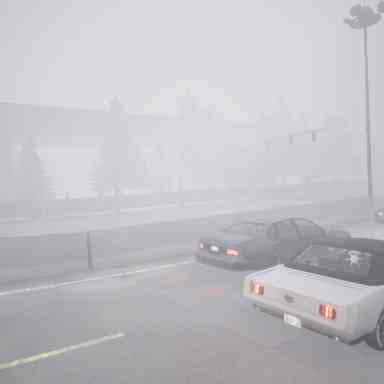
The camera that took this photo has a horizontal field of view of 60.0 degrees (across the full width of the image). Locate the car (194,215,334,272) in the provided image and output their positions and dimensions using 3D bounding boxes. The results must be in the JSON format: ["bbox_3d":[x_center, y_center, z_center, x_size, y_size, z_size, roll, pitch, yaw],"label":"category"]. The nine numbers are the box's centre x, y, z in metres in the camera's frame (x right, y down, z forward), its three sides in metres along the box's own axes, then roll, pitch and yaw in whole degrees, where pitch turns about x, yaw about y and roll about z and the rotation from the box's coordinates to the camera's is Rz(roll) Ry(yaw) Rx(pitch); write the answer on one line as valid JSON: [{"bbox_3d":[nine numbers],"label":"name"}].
[{"bbox_3d":[2.616,1.400,9.944,5.357,1.411,2.033,-3,1,-36],"label":"car"}]

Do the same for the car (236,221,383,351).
[{"bbox_3d":[3.251,1.506,6.092,4.718,1.301,1.895,-2,1,-36],"label":"car"}]

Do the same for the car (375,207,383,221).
[{"bbox_3d":[10.764,0.867,15.808,5.357,1.411,2.033,-4,2,-36],"label":"car"}]
